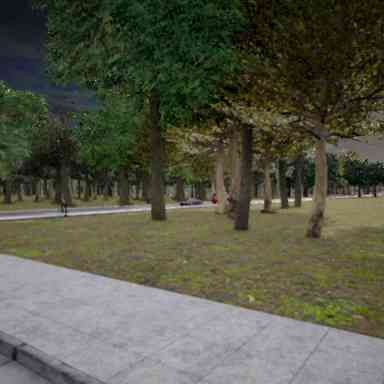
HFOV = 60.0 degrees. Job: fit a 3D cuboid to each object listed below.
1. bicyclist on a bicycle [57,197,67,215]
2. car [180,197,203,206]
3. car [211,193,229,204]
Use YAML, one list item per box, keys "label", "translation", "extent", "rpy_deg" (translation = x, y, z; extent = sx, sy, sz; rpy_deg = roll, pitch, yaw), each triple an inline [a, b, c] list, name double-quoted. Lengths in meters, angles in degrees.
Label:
- label: "bicyclist on a bicycle"
  translation: [-11.864, 1.291, 30.360]
  extent: [1.656, 1.620, 0.582]
  rpy_deg: [0, 0, 36]
- label: "car"
  translation: [-0.038, 1.535, 51.913]
  extent: [1.994, 1.385, 4.181]
  rpy_deg: [0, 0, 36]
- label: "car"
  translation: [5.647, 1.190, 59.926]
  extent: [2.150, 2.045, 5.566]
  rpy_deg: [0, 0, 36]
